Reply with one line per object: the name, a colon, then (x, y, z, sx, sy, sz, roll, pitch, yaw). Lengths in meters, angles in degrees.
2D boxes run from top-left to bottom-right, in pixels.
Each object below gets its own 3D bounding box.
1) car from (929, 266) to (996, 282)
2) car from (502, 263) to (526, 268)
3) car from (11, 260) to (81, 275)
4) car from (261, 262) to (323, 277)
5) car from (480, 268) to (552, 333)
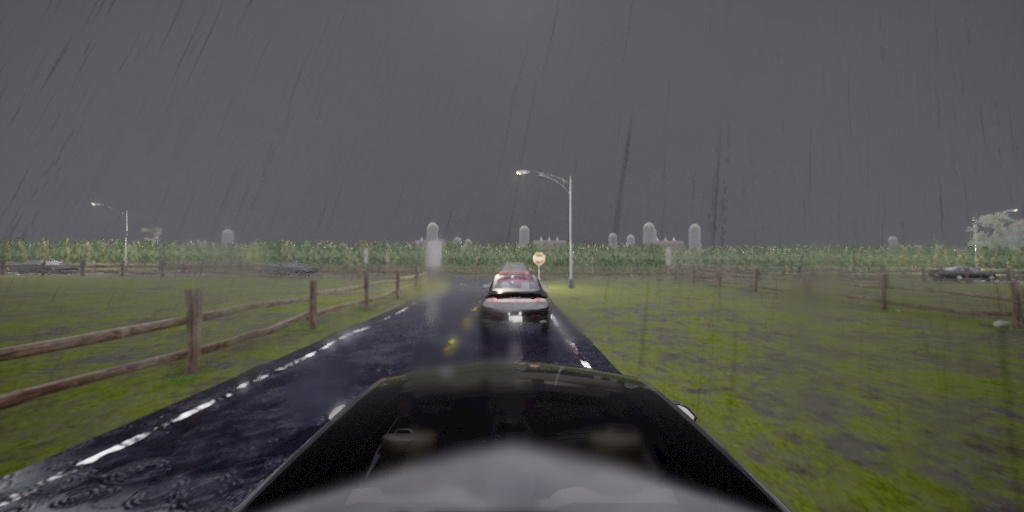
car: (44.174, 1.745, 35.166, 5.008, 1.535, 1.882, 1, -1, 1)
car: (0.171, 1.204, 22.752, 2.097, 1.767, 4.553, 0, 0, 2)
car: (-46.289, 1.139, 35.720, 5.357, 1.411, 2.033, 0, -1, 1)
car: (-21.710, 1.292, 35.519, 5.357, 1.411, 2.033, 0, -1, 0)
car: (0.104, 1.287, 10.898, 2.128, 1.511, 4.902, 0, 0, 0)
